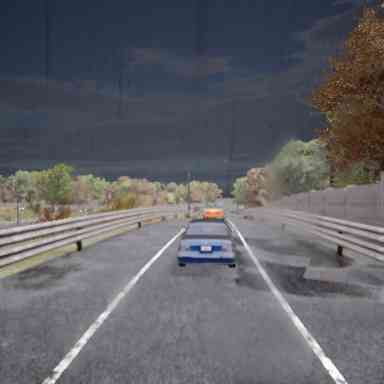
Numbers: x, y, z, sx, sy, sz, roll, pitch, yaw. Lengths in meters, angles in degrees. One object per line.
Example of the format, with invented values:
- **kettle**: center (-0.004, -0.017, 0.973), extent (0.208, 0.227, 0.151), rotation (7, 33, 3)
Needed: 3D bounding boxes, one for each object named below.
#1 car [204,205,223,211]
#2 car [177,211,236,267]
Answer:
- **car**: center (2.305, 2.147, 35.805), extent (2.097, 1.767, 4.553), rotation (0, -3, 4)
- **car**: center (0.558, 1.648, 11.820), extent (2.033, 1.411, 5.357), rotation (0, 0, 4)
